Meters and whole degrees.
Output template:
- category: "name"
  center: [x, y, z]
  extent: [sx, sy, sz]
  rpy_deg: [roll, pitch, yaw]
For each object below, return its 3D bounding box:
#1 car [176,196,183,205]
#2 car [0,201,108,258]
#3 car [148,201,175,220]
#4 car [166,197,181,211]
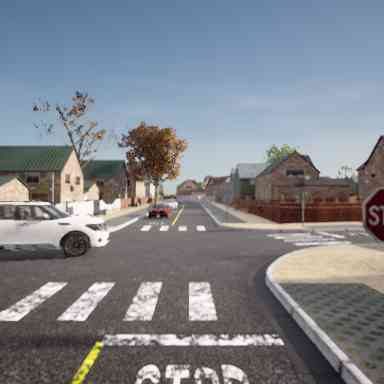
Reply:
- category: "car"
  center: [-2.790, 1.640, 63.523]
  extent: [2.097, 1.767, 4.553]
  rpy_deg: [0, 0, 0]
- category: "car"
  center: [-5.970, 1.344, 12.266]
  extent: [5.566, 2.045, 2.150]
  rpy_deg: [-1, -1, -11]
- category: "car"
  center: [-2.867, 1.746, 30.348]
  extent: [1.895, 1.301, 4.718]
  rpy_deg: [0, 0, 0]
- category: "car"
  center: [-2.870, 1.727, 45.062]
  extent: [1.812, 1.442, 4.674]
  rpy_deg: [0, 0, 0]
